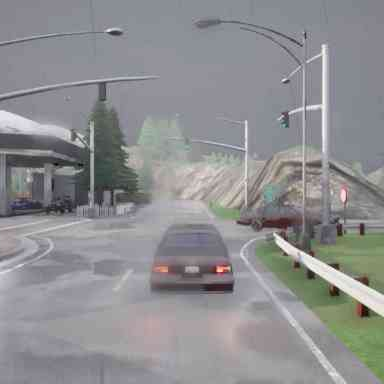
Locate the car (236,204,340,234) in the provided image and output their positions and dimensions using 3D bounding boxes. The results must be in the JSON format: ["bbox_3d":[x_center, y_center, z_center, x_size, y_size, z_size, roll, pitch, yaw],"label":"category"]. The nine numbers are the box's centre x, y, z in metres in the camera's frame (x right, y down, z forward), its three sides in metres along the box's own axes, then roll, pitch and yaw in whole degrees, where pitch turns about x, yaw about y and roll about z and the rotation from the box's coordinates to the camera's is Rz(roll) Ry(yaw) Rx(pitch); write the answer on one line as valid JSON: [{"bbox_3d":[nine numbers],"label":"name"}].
[{"bbox_3d":[5.097,1.383,18.045,5.357,1.411,2.033,-1,0,34],"label":"car"}]

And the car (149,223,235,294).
[{"bbox_3d":[0.003,1.547,8.940,2.033,1.411,5.357,0,0,0],"label":"car"}]

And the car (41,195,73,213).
[{"bbox_3d":[-14.519,1.313,36.524,1.905,1.878,3.866,0,0,-1],"label":"car"}]

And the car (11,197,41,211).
[{"bbox_3d":[-20.224,1.480,40.803,2.242,1.667,4.611,0,0,-1],"label":"car"}]
